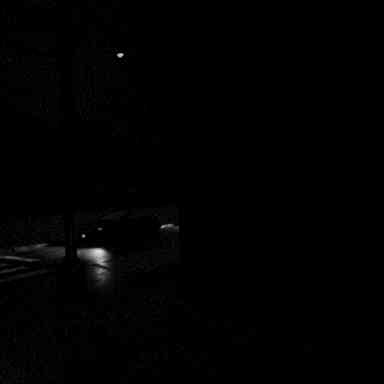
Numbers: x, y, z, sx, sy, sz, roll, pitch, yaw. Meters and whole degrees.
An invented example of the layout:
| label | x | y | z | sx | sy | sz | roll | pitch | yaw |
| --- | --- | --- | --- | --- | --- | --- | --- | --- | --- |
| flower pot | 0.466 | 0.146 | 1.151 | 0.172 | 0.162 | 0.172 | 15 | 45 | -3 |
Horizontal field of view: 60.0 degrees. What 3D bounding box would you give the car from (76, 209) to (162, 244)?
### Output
| label | x | y | z | sx | sy | sz | roll | pitch | yaw |
| --- | --- | --- | --- | --- | --- | --- | --- | --- | --- |
| car | -3.390 | 1.576 | 16.258 | 1.812 | 1.442 | 4.674 | -4 | -1 | 34 |
